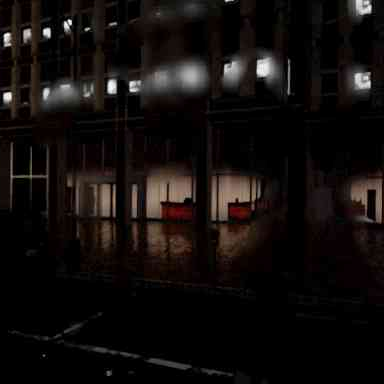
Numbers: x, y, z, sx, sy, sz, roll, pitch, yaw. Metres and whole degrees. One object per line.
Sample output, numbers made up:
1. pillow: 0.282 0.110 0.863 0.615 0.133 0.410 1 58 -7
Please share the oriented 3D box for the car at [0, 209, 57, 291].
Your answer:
1. car: -5.481 1.313 7.588 5.009 1.841 2.192 0 1 21
